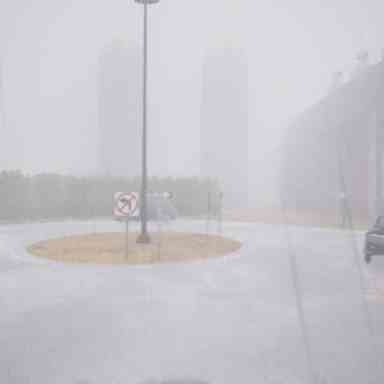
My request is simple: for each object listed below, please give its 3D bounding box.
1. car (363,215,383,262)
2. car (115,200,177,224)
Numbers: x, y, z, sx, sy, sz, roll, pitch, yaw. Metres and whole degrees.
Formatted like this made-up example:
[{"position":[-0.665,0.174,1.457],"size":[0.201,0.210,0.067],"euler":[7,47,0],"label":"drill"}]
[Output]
[{"position":[7.308,1.560,11.716],"size":[2.128,1.511,4.902],"euler":[0,0,35],"label":"car"},{"position":[-3.428,1.388,24.995],"size":[4.553,1.767,2.097],"euler":[0,0,5],"label":"car"}]
